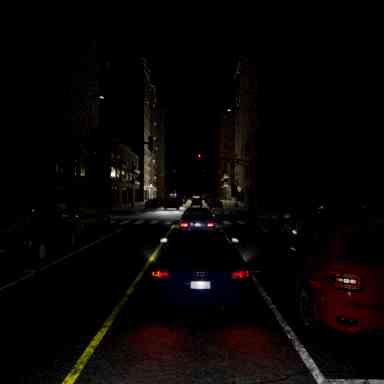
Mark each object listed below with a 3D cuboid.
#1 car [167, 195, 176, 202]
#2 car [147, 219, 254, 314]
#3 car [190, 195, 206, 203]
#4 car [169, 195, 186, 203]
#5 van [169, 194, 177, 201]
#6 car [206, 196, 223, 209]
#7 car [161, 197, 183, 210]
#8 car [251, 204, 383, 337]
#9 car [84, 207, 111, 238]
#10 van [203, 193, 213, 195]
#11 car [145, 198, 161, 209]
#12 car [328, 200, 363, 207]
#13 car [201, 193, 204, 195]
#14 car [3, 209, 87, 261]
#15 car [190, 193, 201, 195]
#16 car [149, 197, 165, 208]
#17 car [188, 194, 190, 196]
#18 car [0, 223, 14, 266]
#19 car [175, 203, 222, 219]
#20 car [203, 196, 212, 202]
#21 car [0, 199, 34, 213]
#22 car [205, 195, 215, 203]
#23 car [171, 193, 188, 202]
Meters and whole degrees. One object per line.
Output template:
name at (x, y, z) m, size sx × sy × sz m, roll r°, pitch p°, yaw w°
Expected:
car at (-4.857, 1.465, 79.004) m, size 1.967 × 1.590 × 4.097 m, roll 1°, pitch 0°, yaw 1°
car at (0.175, 1.566, 7.712) m, size 1.994 × 1.385 × 4.181 m, roll 0°, pitch 0°, yaw 1°
car at (0.727, 1.560, 52.085) m, size 2.033 × 1.411 × 5.357 m, roll 0°, pitch 0°, yaw 1°
car at (-2.433, 1.613, 52.607) m, size 1.895 × 1.301 × 4.718 m, roll 0°, pitch 0°, yaw 1°
van at (-4.784, 1.370, 84.677) m, size 1.690 × 1.788 × 3.998 m, roll 1°, pitch 0°, yaw 1°
car at (3.235, 1.592, 44.853) m, size 1.802 × 1.307 × 4.206 m, roll 1°, pitch 0°, yaw 1°
car at (-2.559, 1.611, 43.176) m, size 1.895 × 1.301 × 4.718 m, roll 0°, pitch 0°, yaw 1°
car at (2.753, 1.316, 6.587) m, size 2.192 × 1.841 × 5.009 m, roll 1°, pitch 0°, yaw 1°
car at (-5.634, 1.529, 17.782) m, size 1.752 × 1.417 × 4.829 m, roll 1°, pitch 0°, yaw 1°
van at (3.453, 1.357, 61.872) m, size 1.690 × 1.788 × 3.998 m, roll 1°, pitch 0°, yaw 1°
car at (-5.289, 1.555, 44.970) m, size 1.887 × 1.381 × 4.507 m, roll 1°, pitch 0°, yaw 1°
car at (13.988, 1.502, 31.920) m, size 4.553 × 1.767 × 2.097 m, roll 0°, pitch -1°, yaw 1°
car at (3.525, 1.334, 67.545) m, size 2.192 × 1.841 × 5.009 m, roll 1°, pitch 0°, yaw 1°
car at (-5.703, 1.547, 12.328) m, size 1.887 × 1.381 × 4.507 m, roll 1°, pitch 0°, yaw 1°
car at (1.068, 1.625, 84.928) m, size 1.895 × 1.301 × 4.718 m, roll 0°, pitch 0°, yaw 1°
car at (-5.218, 1.556, 50.642) m, size 1.887 × 1.381 × 4.507 m, roll 1°, pitch 0°, yaw 1°
car at (-2.085, 1.562, 72.847) m, size 2.033 × 1.411 × 5.357 m, roll 0°, pitch 0°, yaw 1°
car at (-5.776, 1.527, 6.534) m, size 1.752 × 1.417 × 4.829 m, roll 1°, pitch 0°, yaw 1°
car at (0.269, 1.551, 17.776) m, size 2.033 × 1.411 × 5.357 m, roll 0°, pitch 0°, yaw 0°
car at (3.666, 1.607, 78.890) m, size 1.802 × 1.307 × 4.206 m, roll 1°, pitch 0°, yaw 1°
car at (-16.425, 1.342, 29.272) m, size 4.902 × 1.511 × 2.128 m, roll 1°, pitch -1°, yaw 1°
car at (3.307, 1.594, 50.526) m, size 1.802 × 1.307 × 4.206 m, roll 1°, pitch 0°, yaw 1°
car at (-2.283, 1.368, 62.248) m, size 2.097 × 1.767 × 4.553 m, roll 0°, pitch 0°, yaw 1°
